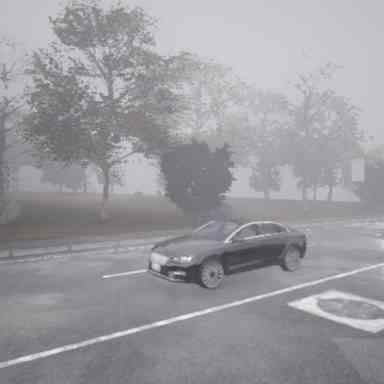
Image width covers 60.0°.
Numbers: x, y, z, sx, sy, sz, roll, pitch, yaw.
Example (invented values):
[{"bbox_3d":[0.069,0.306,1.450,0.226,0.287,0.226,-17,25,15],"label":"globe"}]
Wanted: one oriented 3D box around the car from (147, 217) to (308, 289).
[{"bbox_3d":[1.157,1.468,9.151,4.902,1.511,2.128,0,0,-36],"label":"car"}]
